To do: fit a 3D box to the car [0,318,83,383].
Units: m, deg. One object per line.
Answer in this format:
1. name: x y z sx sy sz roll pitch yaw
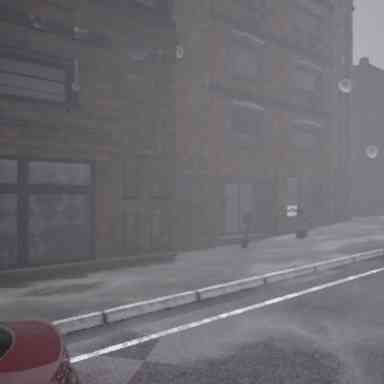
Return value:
1. car: -2.943 1.537 1.601 4.674 1.442 1.812 -1 0 -35
